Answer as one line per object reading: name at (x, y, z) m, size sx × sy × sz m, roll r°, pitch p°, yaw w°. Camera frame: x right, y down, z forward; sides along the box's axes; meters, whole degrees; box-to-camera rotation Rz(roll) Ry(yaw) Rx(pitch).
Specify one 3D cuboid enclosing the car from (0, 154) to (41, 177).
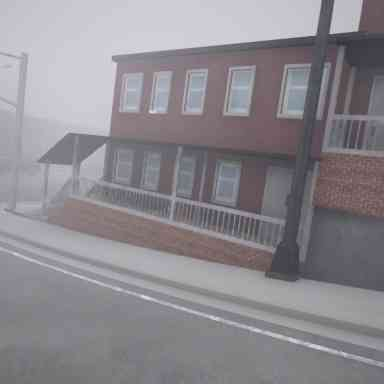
car at (-18.032, -2.756, 33.394) m, size 2.150 × 2.045 × 5.566 m, roll 11°, pitch 7°, yaw 36°

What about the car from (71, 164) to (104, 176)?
car at (-13.978, -3.035, 45.009) m, size 1.837 × 1.490 × 4.892 m, roll 11°, pitch 8°, yaw 35°
